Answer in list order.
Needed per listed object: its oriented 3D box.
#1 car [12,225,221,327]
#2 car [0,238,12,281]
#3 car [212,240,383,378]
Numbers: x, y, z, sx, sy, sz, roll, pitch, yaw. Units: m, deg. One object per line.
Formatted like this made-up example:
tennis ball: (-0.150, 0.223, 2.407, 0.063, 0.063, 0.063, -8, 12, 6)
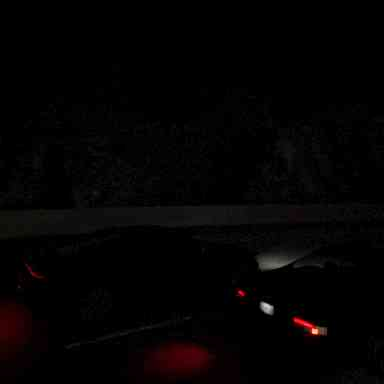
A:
car: (-0.812, 1.432, 6.947, 5.008, 1.535, 1.882, 0, 0, -31)
car: (-6.601, 1.478, 7.733, 5.357, 1.411, 2.033, 0, 0, -35)
car: (3.196, 1.525, 5.337, 5.357, 1.411, 2.033, 0, 0, -26)
